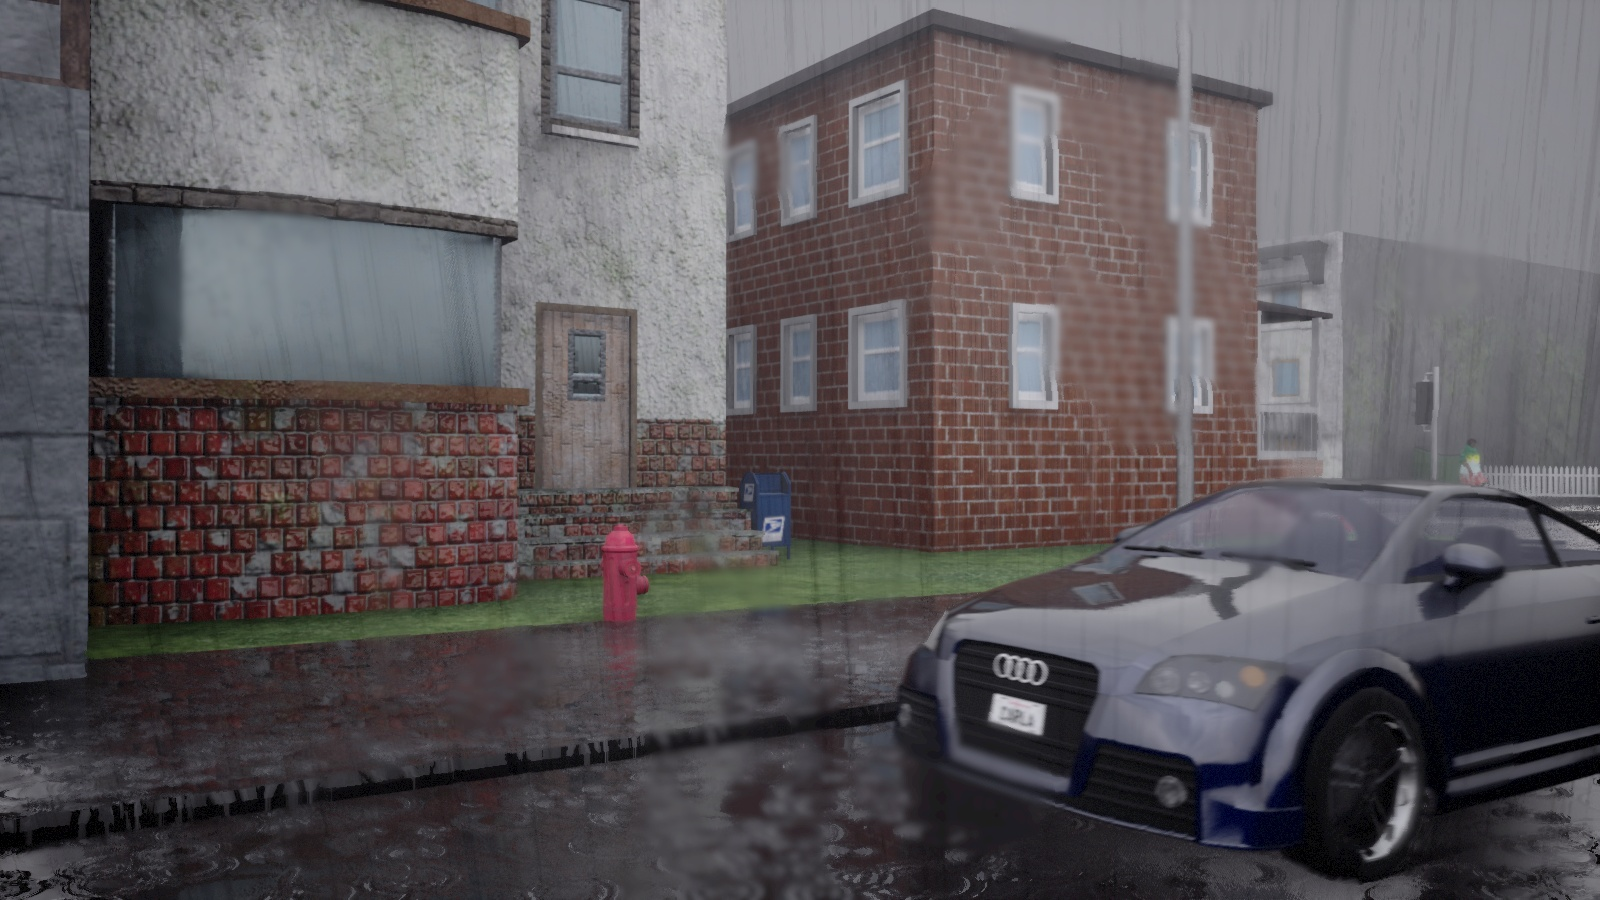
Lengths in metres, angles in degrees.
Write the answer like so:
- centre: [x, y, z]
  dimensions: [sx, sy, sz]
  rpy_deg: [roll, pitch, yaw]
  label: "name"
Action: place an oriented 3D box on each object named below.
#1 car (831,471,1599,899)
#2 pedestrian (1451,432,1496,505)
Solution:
- centre: [2.433, 0.818, 5.813]
  dimensions: [4.181, 1.385, 1.994]
  rpy_deg: [0, 0, -33]
  label: "car"
- centre: [18.294, 0.499, 34.114]
  dimensions: [0.659, 1.952, 0.873]
  rpy_deg: [0, 0, -20]
  label: "pedestrian"
